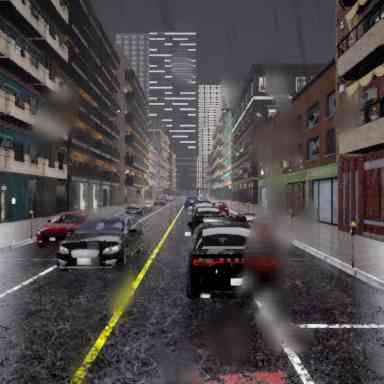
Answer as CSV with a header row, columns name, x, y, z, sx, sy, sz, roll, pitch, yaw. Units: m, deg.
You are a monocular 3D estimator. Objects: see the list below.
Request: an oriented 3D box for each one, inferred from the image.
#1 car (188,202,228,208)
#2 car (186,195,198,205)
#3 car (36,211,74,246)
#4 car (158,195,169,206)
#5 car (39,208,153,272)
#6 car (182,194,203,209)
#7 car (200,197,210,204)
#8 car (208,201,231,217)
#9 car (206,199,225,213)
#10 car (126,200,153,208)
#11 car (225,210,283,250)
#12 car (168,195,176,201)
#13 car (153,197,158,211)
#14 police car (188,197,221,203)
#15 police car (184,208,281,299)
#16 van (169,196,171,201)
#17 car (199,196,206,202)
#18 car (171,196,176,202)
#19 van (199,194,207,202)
name,x,y,z,sx,sy,sz,roll,pitch,yaw
car,0.835,1.512,18.511,1.837,1.490,4.892,0,0,0
car,0.033,1.400,59.536,2.097,1.767,4.553,0,0,0
car,-5.299,1.550,14.890,1.887,1.381,4.507,1,0,0
car,-5.278,1.586,54.720,1.887,1.381,4.507,1,0,0
car,-2.744,1.495,10.897,2.128,1.511,4.902,0,0,0
car,0.039,1.382,46.097,2.097,1.767,4.553,0,0,0
car,2.608,1.641,66.104,1.802,1.307,4.206,0,0,0
car,2.590,1.599,31.967,1.802,1.307,4.206,1,0,0
car,2.593,1.567,37.657,1.887,1.381,4.507,1,0,0
car,-5.290,1.568,31.960,2.008,1.369,4.403,1,0,0
car,2.580,1.587,14.897,1.802,1.307,4.206,1,0,0
car,-5.260,1.652,88.858,1.887,1.381,4.507,0,0,0
car,-5.287,1.547,37.480,1.752,1.417,4.829,1,0,0
police car,0.839,1.437,24.621,1.930,1.638,5.238,0,0,0
police car,0.830,1.428,8.620,1.930,1.638,5.238,0,0,0
van,-5.273,1.391,60.409,1.690,1.788,3.998,1,0,0
car,2.618,1.620,83.344,1.752,1.417,4.829,0,0,0
car,-5.266,1.627,77.479,1.887,1.381,4.507,0,0,0
van,2.616,1.424,77.484,1.690,1.788,3.998,0,0,0
